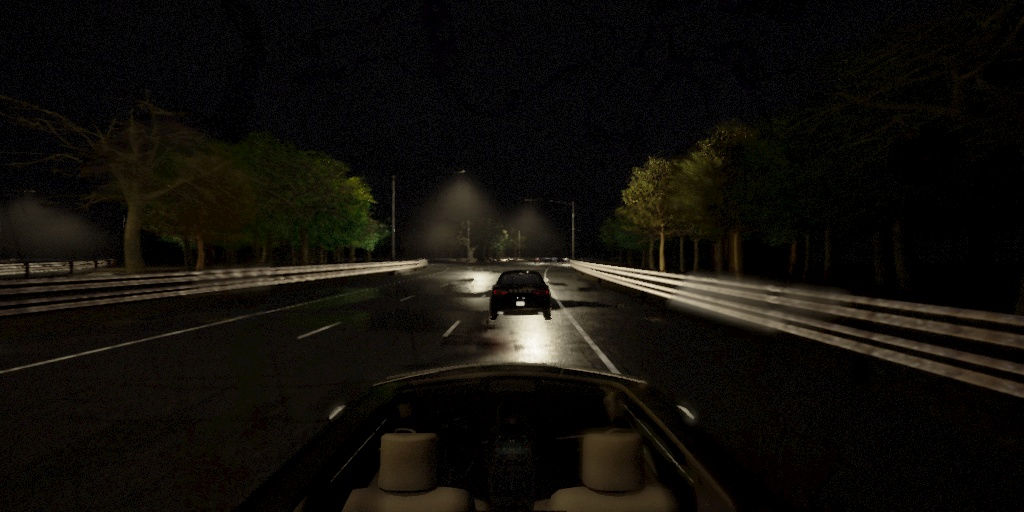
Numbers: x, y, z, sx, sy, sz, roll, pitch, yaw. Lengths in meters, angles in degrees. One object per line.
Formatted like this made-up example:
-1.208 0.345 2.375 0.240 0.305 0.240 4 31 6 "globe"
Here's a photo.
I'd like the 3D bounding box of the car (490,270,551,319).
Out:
0.313 1.222 12.790 1.882 1.535 5.008 0 0 2 "car"
